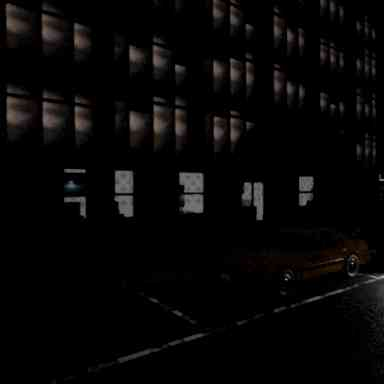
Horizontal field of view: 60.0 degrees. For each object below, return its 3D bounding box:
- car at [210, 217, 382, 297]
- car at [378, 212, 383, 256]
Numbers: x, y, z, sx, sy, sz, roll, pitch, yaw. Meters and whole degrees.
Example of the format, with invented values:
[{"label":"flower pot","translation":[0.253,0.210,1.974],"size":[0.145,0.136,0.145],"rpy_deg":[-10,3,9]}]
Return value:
[{"label":"car","translation":[2.669,1.491,8.457],"size":[4.829,1.417,1.752],"rpy_deg":[0,0,-35]},{"label":"car","translation":[7.452,1.377,11.860],"size":[4.097,1.590,1.967],"rpy_deg":[0,0,-35]}]
